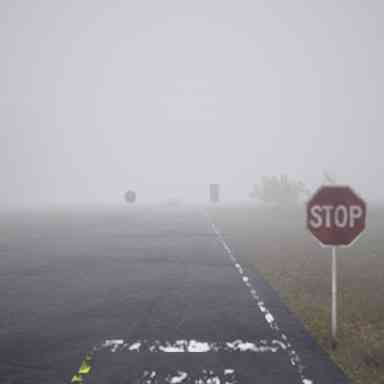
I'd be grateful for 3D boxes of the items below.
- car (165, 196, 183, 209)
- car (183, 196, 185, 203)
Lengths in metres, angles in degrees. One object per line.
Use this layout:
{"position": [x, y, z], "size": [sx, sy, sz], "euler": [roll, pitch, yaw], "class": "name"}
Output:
{"position": [-2.666, 1.531, 47.000], "size": [1.882, 1.535, 5.008], "euler": [0, 0, 0], "class": "car"}
{"position": [-2.617, 1.553, 73.964], "size": [1.882, 1.535, 5.008], "euler": [0, 0, 0], "class": "car"}
